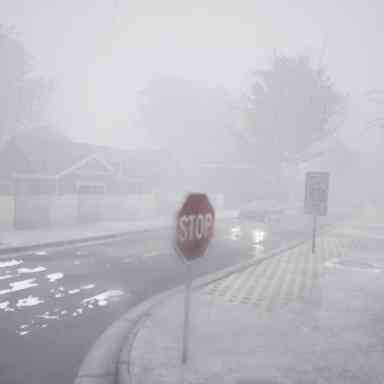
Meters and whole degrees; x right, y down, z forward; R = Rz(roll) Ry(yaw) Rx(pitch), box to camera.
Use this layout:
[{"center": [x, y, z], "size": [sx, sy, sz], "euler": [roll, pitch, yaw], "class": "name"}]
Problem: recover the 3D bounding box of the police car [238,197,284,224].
[{"center": [4.917, 1.237, 23.311], "size": [1.930, 1.638, 5.238], "euler": [4, 2, 33], "class": "police car"}]
